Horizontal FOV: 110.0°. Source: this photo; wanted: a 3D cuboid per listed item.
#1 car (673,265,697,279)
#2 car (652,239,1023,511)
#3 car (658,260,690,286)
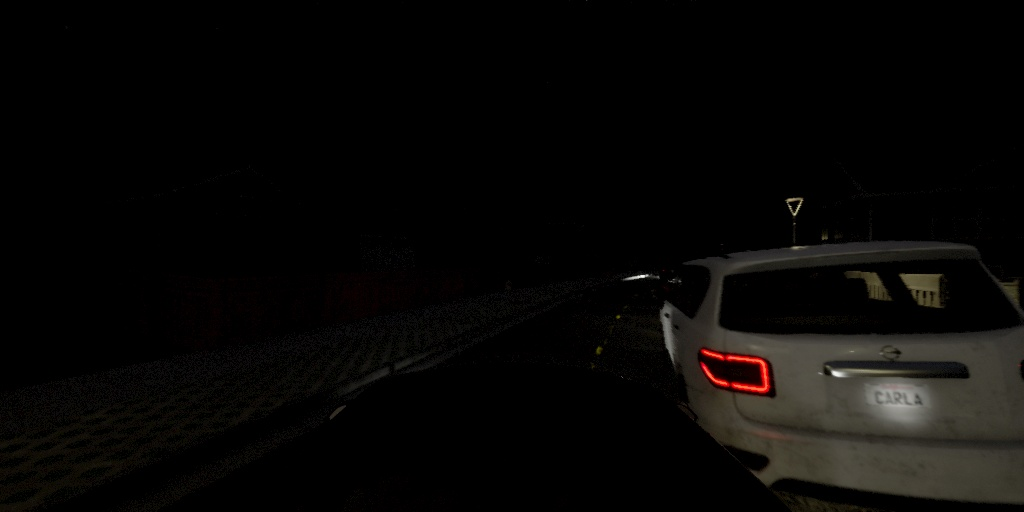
[{"bbox_3d":[20.014,1.824,41.325,1.812,1.442,4.674,0,-1,34],"label":"car"},{"bbox_3d":[3.162,0.945,4.638,2.150,2.045,5.566,-5,-2,19],"label":"car"},{"bbox_3d":[14.344,1.377,31.494,2.150,2.045,5.566,0,-1,29],"label":"car"}]
